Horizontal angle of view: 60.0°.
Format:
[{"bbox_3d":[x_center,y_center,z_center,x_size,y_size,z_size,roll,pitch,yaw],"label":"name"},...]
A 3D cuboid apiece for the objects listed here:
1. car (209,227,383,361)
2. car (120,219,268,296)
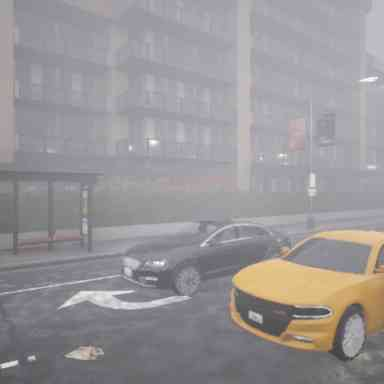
[{"bbox_3d":[2.905,1.479,6.104,5.008,1.535,1.882,0,0,-36],"label":"car"},{"bbox_3d":[0.579,1.492,8.745,4.902,1.511,2.128,0,0,-36],"label":"car"}]
